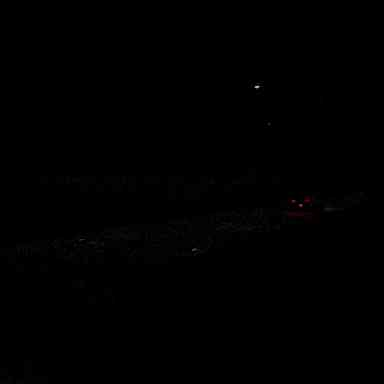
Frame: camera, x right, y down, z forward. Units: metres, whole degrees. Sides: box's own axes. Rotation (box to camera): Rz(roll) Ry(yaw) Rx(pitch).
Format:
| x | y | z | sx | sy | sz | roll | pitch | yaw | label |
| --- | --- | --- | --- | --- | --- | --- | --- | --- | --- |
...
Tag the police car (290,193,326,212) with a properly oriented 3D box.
| x | y | z | sx | sy | sz | roll | pitch | yaw | label |
| --- | --- | --- | --- | --- | --- | --- | --- | --- | --- |
| 10.118 | 0.860 | 28.738 | 2.038 | 1.542 | 4.974 | 2 | 2 | 35 | police car |
